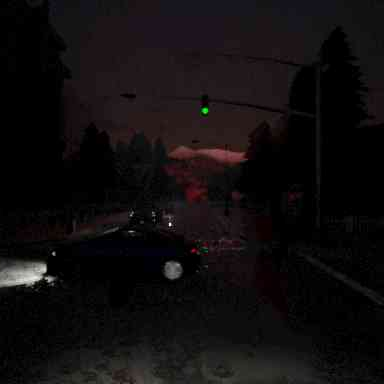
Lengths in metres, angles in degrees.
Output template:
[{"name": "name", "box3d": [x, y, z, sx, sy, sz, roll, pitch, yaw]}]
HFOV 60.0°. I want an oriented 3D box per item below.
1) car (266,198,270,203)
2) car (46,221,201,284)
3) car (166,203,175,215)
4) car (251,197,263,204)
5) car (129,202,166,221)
[{"name": "car", "box3d": [18.671, 2.174, 84.827, 1.970, 1.475, 3.806, 0, -1, 2]}, {"name": "car", "box3d": [-1.830, 1.667, 9.428, 4.181, 1.385, 1.994, 0, -1, 3]}, {"name": "car", "box3d": [-3.123, 1.979, 39.576, 1.895, 1.301, 4.718, 0, -1, 2]}, {"name": "car", "box3d": [15.423, 2.097, 77.520, 1.845, 1.501, 3.633, 0, -1, 2]}, {"name": "car", "box3d": [-3.509, 1.611, 25.937, 2.097, 1.767, 4.553, 0, -1, 2]}]
